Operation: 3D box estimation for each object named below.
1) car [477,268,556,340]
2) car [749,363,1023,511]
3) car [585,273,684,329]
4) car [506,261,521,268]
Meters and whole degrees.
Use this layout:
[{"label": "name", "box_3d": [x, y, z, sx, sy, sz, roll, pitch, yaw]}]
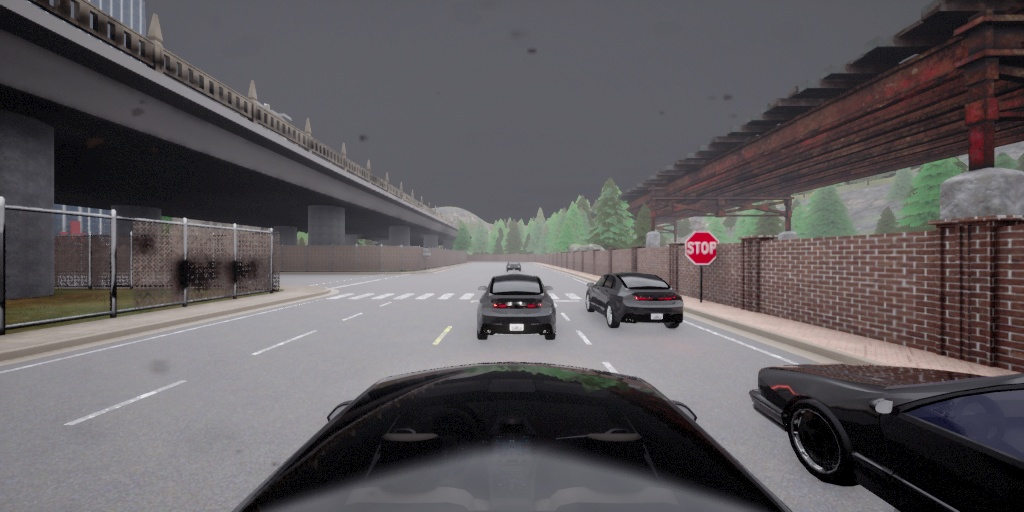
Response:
[{"label": "car", "box_3d": [0.104, 1.255, 9.959, 1.837, 1.490, 4.892, 0, 0, 0]}, {"label": "car", "box_3d": [3.600, 1.297, 1.570, 2.033, 1.411, 5.357, 0, 0, 0]}, {"label": "car", "box_3d": [3.606, 1.255, 11.316, 1.837, 1.490, 4.892, 0, 0, 0]}, {"label": "car", "box_3d": [0.212, 1.351, 46.249, 1.895, 1.301, 4.718, 0, 0, -1]}]
